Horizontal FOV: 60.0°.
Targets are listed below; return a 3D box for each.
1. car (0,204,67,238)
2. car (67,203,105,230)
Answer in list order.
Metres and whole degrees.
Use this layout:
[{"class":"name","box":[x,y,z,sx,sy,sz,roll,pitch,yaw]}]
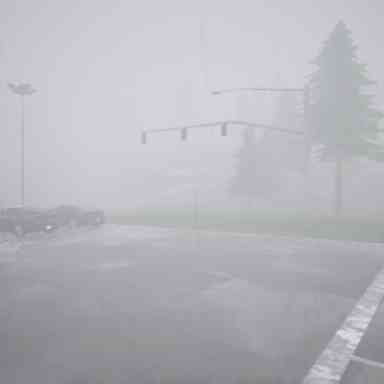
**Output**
[{"class":"car","box":[-9.216,1.495,17.633,4.892,1.490,1.837,0,0,29]},{"class":"car","box":[-7.710,1.461,20.789,5.008,1.535,1.882,0,0,29]}]
